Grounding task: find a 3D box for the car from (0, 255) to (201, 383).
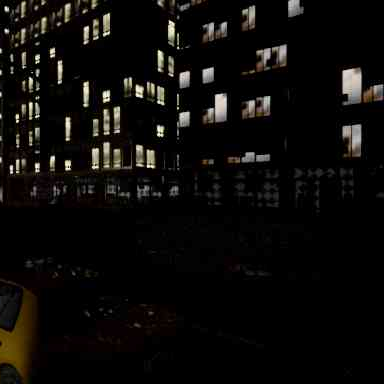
[{"bbox_3d":[-2.189,1.525,4.432,4.829,1.417,1.752,0,0,36],"label":"car"}]
